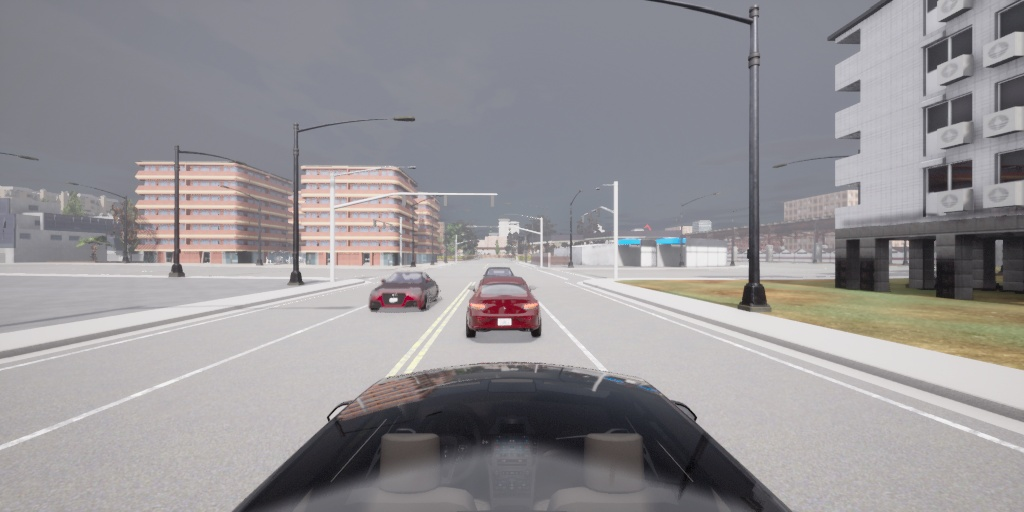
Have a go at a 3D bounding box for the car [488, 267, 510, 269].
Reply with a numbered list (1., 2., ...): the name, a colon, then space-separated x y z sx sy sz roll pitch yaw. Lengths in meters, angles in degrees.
1. car: -0.720 1.298 19.711 2.033 1.411 5.357 0 0 -3

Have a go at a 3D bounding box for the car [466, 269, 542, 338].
1. car: -0.265 1.276 10.132 1.812 1.442 4.674 0 0 -3

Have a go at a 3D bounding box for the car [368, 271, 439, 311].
1. car: -4.124 1.314 14.239 1.994 1.385 4.181 0 0 -2
